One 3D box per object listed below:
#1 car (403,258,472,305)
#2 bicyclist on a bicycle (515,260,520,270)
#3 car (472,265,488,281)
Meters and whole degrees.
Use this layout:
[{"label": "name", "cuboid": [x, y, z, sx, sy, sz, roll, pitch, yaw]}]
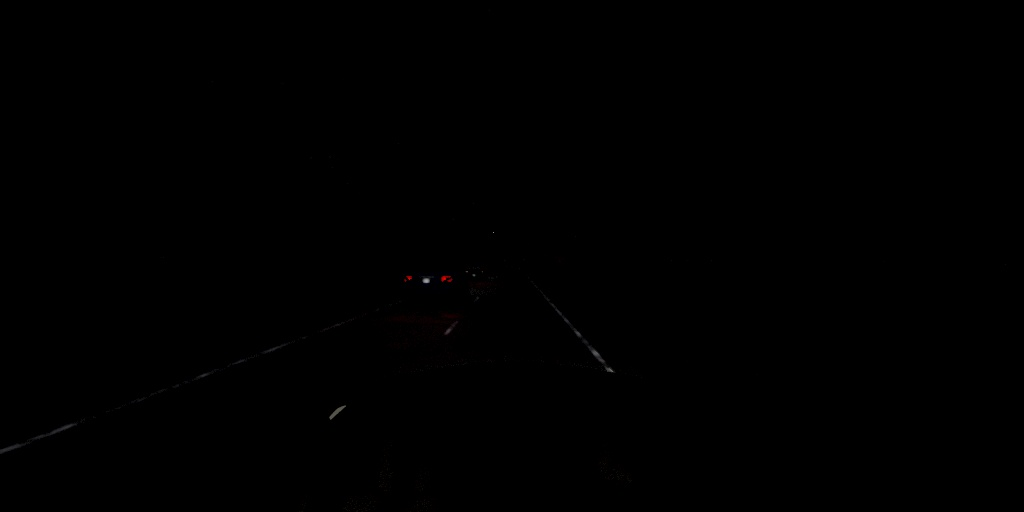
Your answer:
[{"label": "car", "cuboid": [-3.396, 1.102, 16.886, 2.150, 2.045, 5.566, 0, 0, 0]}, {"label": "bicyclist on a bicycle", "cuboid": [0.970, 1.720, 63.622, 0.866, 1.612, 1.509, 0, -1, 0]}, {"label": "car", "cuboid": [-3.410, 1.556, 34.419, 1.812, 1.442, 4.674, 0, 0, 0]}]
